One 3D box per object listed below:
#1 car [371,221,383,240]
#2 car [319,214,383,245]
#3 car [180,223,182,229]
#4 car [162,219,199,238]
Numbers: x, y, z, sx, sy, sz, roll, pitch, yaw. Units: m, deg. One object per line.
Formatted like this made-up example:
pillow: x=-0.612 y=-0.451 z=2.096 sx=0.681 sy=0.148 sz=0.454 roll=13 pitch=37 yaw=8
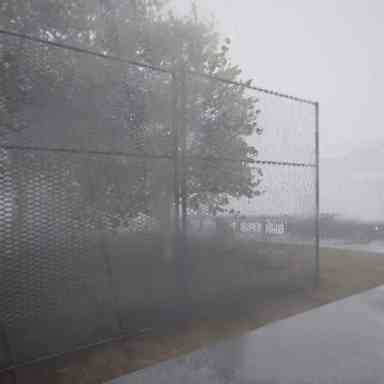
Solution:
car: x=21.627 y=4.262 z=37.146 sx=2.097 sy=1.535 sz=5.008 roll=0 pitch=0 yaw=36
car: x=7.030 y=1.691 z=15.893 sx=1.895 sy=1.301 sz=4.718 roll=-1 pitch=-3 yaw=-34
car: x=0.248 y=4.418 z=38.549 sx=2.185 sy=1.767 sz=4.553 roll=-1 pitch=1 yaw=36
car: x=-1.394 y=4.415 z=41.106 sx=2.185 sy=1.767 sz=4.553 roll=0 pitch=1 yaw=36
